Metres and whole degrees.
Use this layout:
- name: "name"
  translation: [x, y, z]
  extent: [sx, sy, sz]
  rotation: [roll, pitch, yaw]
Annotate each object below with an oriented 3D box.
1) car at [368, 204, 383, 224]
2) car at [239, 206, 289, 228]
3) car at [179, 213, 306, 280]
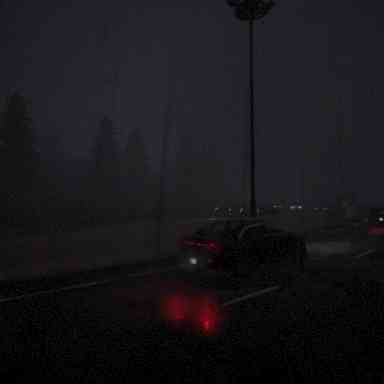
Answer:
- name: "car"
  translation: [14.876, 1.697, 25.718]
  extent: [1.837, 1.490, 4.892]
  rotation: [-1, -1, 35]
- name: "car"
  translation: [5.531, 1.835, 25.209]
  extent: [1.994, 1.385, 4.181]
  rotation: [-1, -1, 38]
- name: "car"
  translation: [1.793, 1.611, 10.444]
  extent: [4.902, 1.511, 2.128]
  rotation: [0, -1, -44]
